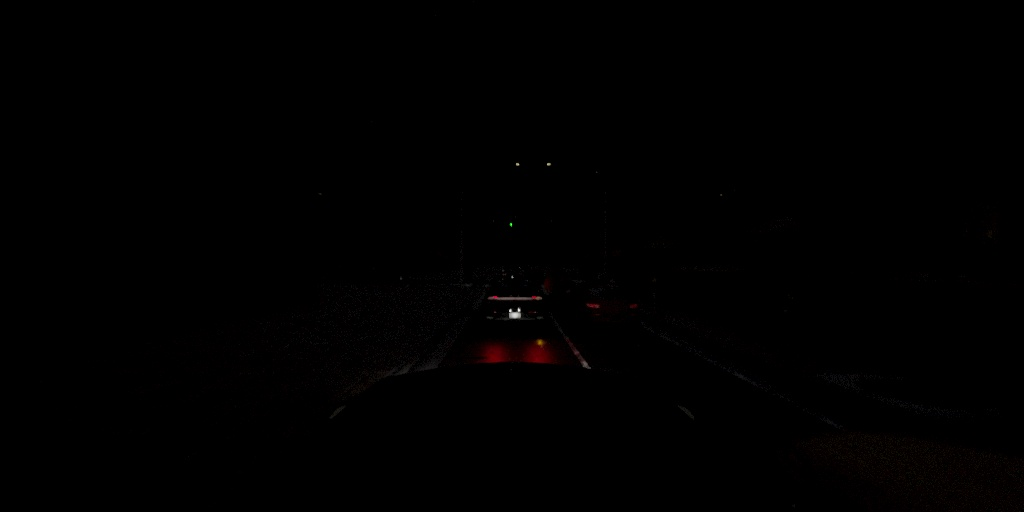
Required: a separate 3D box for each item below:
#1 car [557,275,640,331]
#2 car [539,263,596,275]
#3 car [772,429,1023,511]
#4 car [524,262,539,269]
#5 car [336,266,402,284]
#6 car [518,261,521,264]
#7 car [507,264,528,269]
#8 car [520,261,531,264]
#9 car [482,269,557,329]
[{"bbox_3d":[2.642,1.438,11.180,1.802,1.307,4.207,0,0,0],"label":"car"},{"bbox_3d":[2.644,1.235,16.628,2.192,1.841,5.009,0,0,0],"label":"car"},{"bbox_3d":[2.638,1.260,0.452,1.751,1.417,4.829,0,0,0],"label":"car"},{"bbox_3d":[2.653,1.796,43.056,1.888,1.381,4.507,0,0,0],"label":"car"},{"bbox_3d":[-11.179,1.517,28.216,4.902,1.511,2.128,0,-1,0],"label":"car"},{"bbox_3d":[2.661,1.862,64.802,2.192,1.841,5.009,0,0,0],"label":"car"},{"bbox_3d":[0.103,1.668,30.857,1.994,1.385,4.181,0,-1,0],"label":"car"},{"bbox_3d":[2.659,2.016,59.365,1.888,1.381,4.507,0,0,0],"label":"car"},{"bbox_3d":[0.089,1.355,11.805,2.128,1.511,4.902,0,-1,0],"label":"car"}]
